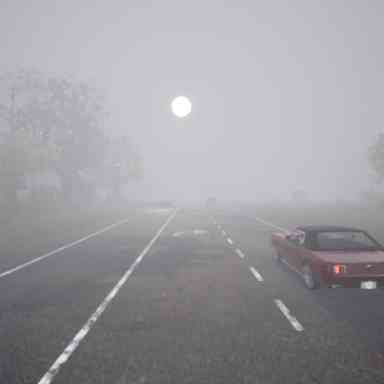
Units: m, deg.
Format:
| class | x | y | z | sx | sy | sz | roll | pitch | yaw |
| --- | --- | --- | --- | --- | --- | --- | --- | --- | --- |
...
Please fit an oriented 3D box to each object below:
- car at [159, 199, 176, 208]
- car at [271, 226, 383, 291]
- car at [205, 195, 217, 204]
| class | x | y | z | sx | sy | sz | roll | pitch | yaw |
| --- | --- | --- | --- | --- | --- | --- | --- | --- | --- |
| car | -3.439 | 1.584 | 46.686 | 1.895 | 1.301 | 4.718 | -1 | 0 | 4 |
| car | 3.476 | 1.541 | 8.775 | 1.895 | 1.301 | 4.718 | -1 | 0 | 0 |
| car | 3.331 | 1.381 | 58.924 | 1.837 | 1.490 | 4.892 | -1 | 0 | 0 |
